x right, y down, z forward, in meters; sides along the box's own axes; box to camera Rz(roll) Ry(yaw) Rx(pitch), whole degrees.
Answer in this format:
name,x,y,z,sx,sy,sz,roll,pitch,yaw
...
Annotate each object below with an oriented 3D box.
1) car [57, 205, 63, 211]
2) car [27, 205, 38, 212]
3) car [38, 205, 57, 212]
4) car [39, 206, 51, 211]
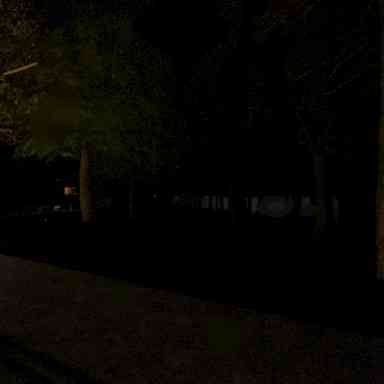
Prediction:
name,x,y,z,sx,sy,sz,roll,pitch,yaw
car,-35.193,4.214,87.541,2.128,1.511,4.902,0,-2,-9
car,-36.747,3.889,77.100,1.837,1.490,4.892,0,-2,-9
car,-33.479,3.864,77.258,1.837,1.490,4.892,0,-2,-9
car,-38.399,4.250,87.005,1.994,1.385,4.181,0,-2,-9
